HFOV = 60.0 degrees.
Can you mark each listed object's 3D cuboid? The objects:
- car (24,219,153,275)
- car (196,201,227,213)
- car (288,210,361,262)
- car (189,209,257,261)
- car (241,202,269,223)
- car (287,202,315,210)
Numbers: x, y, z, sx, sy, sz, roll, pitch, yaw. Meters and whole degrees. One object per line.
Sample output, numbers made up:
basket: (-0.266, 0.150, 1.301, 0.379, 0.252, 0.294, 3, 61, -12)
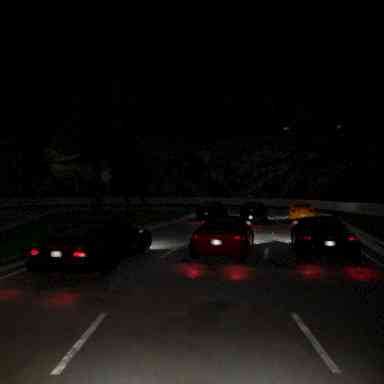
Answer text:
car: (-2.837, 1.553, 10.501, 2.033, 1.411, 5.357, 0, 0, 10)
car: (1.730, 1.496, 27.897, 1.882, 1.535, 5.008, 0, 0, 15)
car: (4.774, 1.575, 12.325, 1.994, 1.385, 4.181, 0, 0, 14)
car: (1.242, 1.573, 12.549, 1.994, 1.385, 4.181, 0, 0, 13)
car: (4.815, 1.524, 25.762, 1.837, 1.490, 4.892, 0, 0, 16)
car: (8.494, 1.498, 25.896, 1.882, 1.535, 5.008, 0, 0, 16)
